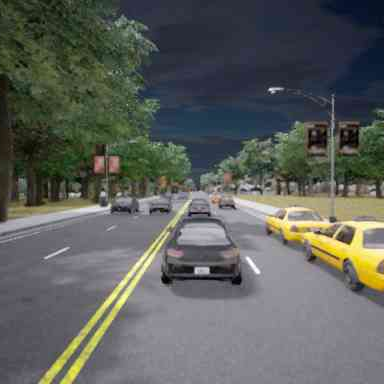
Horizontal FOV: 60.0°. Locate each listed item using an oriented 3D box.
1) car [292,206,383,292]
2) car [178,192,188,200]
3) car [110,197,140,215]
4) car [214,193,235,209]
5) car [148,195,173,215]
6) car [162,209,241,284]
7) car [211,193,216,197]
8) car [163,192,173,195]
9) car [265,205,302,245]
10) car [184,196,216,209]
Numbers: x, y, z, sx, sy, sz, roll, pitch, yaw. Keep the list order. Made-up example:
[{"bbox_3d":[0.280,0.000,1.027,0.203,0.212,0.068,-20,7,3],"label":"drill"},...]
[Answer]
[{"bbox_3d":[4.367,1.382,8.645,1.801,1.575,5.366,0,1,1],"label":"car"},{"bbox_3d":[-1.932,0.754,71.525,2.097,1.767,4.553,0,0,1],"label":"car"},{"bbox_3d":[-6.050,1.172,30.391,1.882,1.535,5.008,0,0,1],"label":"car"},{"bbox_3d":[4.018,1.209,39.174,2.033,1.411,5.357,0,0,2],"label":"car"},{"bbox_3d":[-2.797,1.251,30.678,2.033,1.411,5.357,0,0,1],"label":"car"},{"bbox_3d":[0.250,1.433,9.156,1.812,1.442,4.674,0,1,1],"label":"car"},{"bbox_3d":[4.230,0.912,53.381,2.097,1.767,4.553,0,0,1],"label":"car"},{"bbox_3d":[-5.181,0.743,71.586,2.097,1.767,4.553,0,0,1],"label":"car"},{"bbox_3d":[4.479,1.325,14.644,1.801,1.575,5.366,0,1,1],"label":"car"},{"bbox_3d":[0.594,1.290,27.450,2.033,1.411,5.357,0,0,1],"label":"car"}]
